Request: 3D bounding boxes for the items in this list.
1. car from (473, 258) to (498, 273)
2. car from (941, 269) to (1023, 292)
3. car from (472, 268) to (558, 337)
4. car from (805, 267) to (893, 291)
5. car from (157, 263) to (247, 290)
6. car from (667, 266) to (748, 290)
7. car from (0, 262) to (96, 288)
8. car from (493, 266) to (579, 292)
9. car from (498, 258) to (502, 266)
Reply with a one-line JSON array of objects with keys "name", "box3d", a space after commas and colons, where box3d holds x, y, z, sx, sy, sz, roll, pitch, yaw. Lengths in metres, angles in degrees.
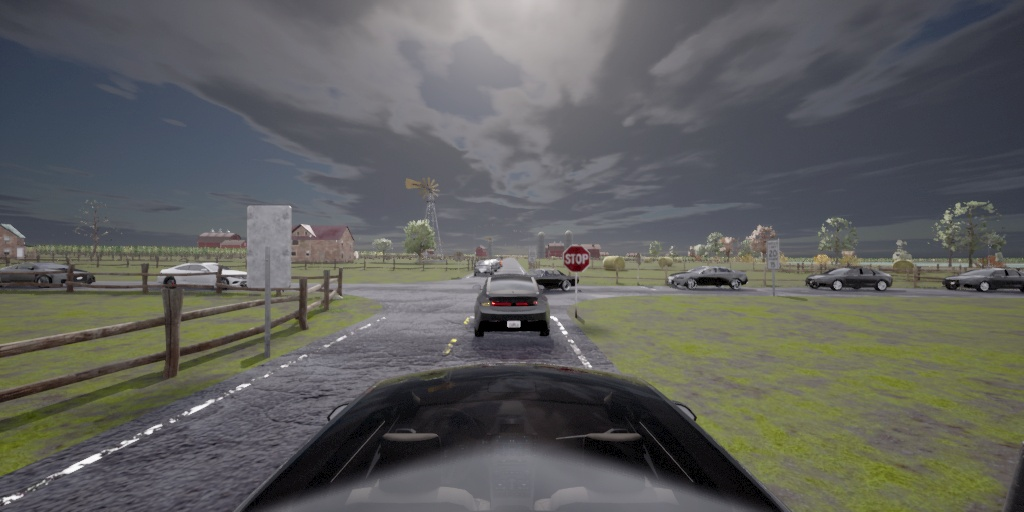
[{"name": "car", "box3d": [-2.840, 1.243, 37.012, 2.128, 1.511, 4.902, 0, 0, 0]}, {"name": "car", "box3d": [31.714, 1.587, 23.873, 4.892, 1.490, 1.837, 1, -1, -1]}, {"name": "car", "box3d": [-0.069, 1.256, 10.324, 1.837, 1.490, 4.892, 0, 0, -3]}, {"name": "car", "box3d": [22.212, 1.499, 23.758, 4.892, 1.490, 1.837, 1, -1, -1]}, {"name": "car", "box3d": [-17.234, 1.103, 20.290, 4.674, 1.442, 1.812, 1, -1, -1]}, {"name": "car", "box3d": [12.810, 1.397, 23.592, 4.902, 1.511, 2.128, 1, -1, -2]}, {"name": "car", "box3d": [-26.354, 1.048, 20.173, 4.181, 1.385, 1.994, 1, -1, -1]}, {"name": "car", "box3d": [1.509, 1.369, 20.370, 4.718, 1.301, 1.895, 1, 0, -35]}, {"name": "car", "box3d": [-2.828, 1.241, 46.458, 2.128, 1.511, 4.902, 0, 0, 0]}]
